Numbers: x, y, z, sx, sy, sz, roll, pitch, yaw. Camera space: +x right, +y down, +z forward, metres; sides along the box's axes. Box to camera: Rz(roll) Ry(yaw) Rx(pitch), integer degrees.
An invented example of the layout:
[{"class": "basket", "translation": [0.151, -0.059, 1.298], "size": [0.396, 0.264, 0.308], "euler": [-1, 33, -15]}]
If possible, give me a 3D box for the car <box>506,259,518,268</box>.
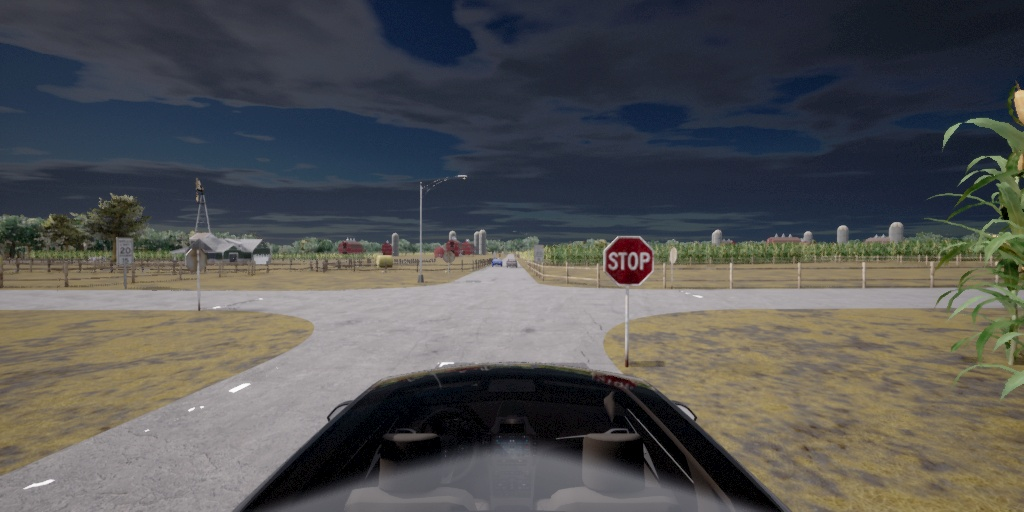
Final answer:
[{"class": "car", "translation": [-0.010, 1.235, 61.475], "size": [2.128, 1.511, 4.902], "euler": [0, 0, 0]}]
